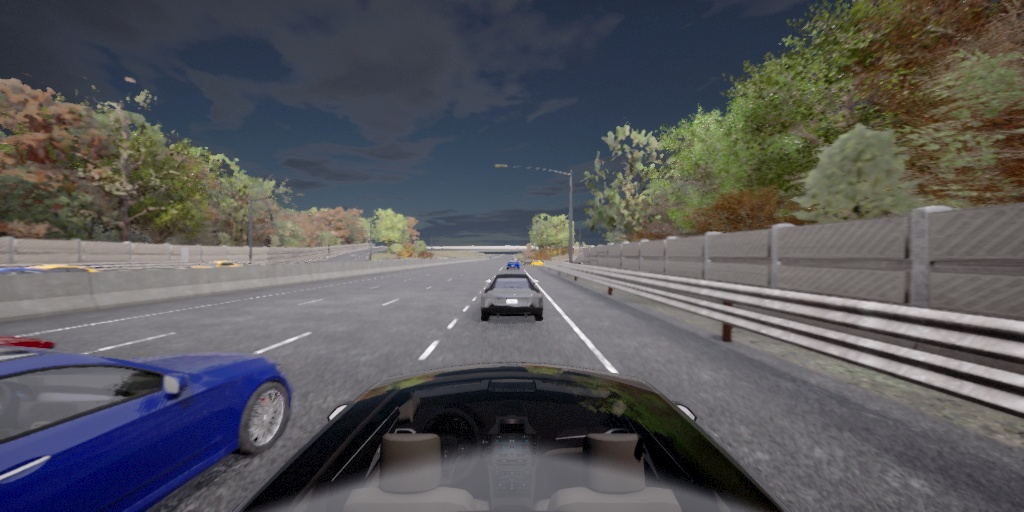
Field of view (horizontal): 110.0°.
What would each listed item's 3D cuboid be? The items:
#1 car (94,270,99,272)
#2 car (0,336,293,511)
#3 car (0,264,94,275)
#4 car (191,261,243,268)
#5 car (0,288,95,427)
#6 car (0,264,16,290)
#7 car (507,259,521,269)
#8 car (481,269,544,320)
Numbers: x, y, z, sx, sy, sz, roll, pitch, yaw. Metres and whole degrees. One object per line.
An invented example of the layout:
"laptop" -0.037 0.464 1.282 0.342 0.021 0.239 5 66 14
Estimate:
"car" -24.578 1.228 18.948 1.882 1.535 5.008 0 0 0
"car" -3.400 1.276 2.129 1.812 1.442 4.674 0 0 0
"car" -21.073 1.226 14.641 1.882 1.535 5.008 0 0 0
"car" -28.065 1.240 34.094 1.882 1.535 5.008 0 0 0
"car" -6.896 1.228 2.614 1.882 1.535 5.008 0 0 0
"car" -31.572 1.242 19.589 2.128 1.511 4.902 0 0 0
"car" 0.354 1.262 55.249 1.882 1.535 5.008 0 0 4
"car" 0.002 1.312 12.573 1.994 1.385 4.181 0 0 0
